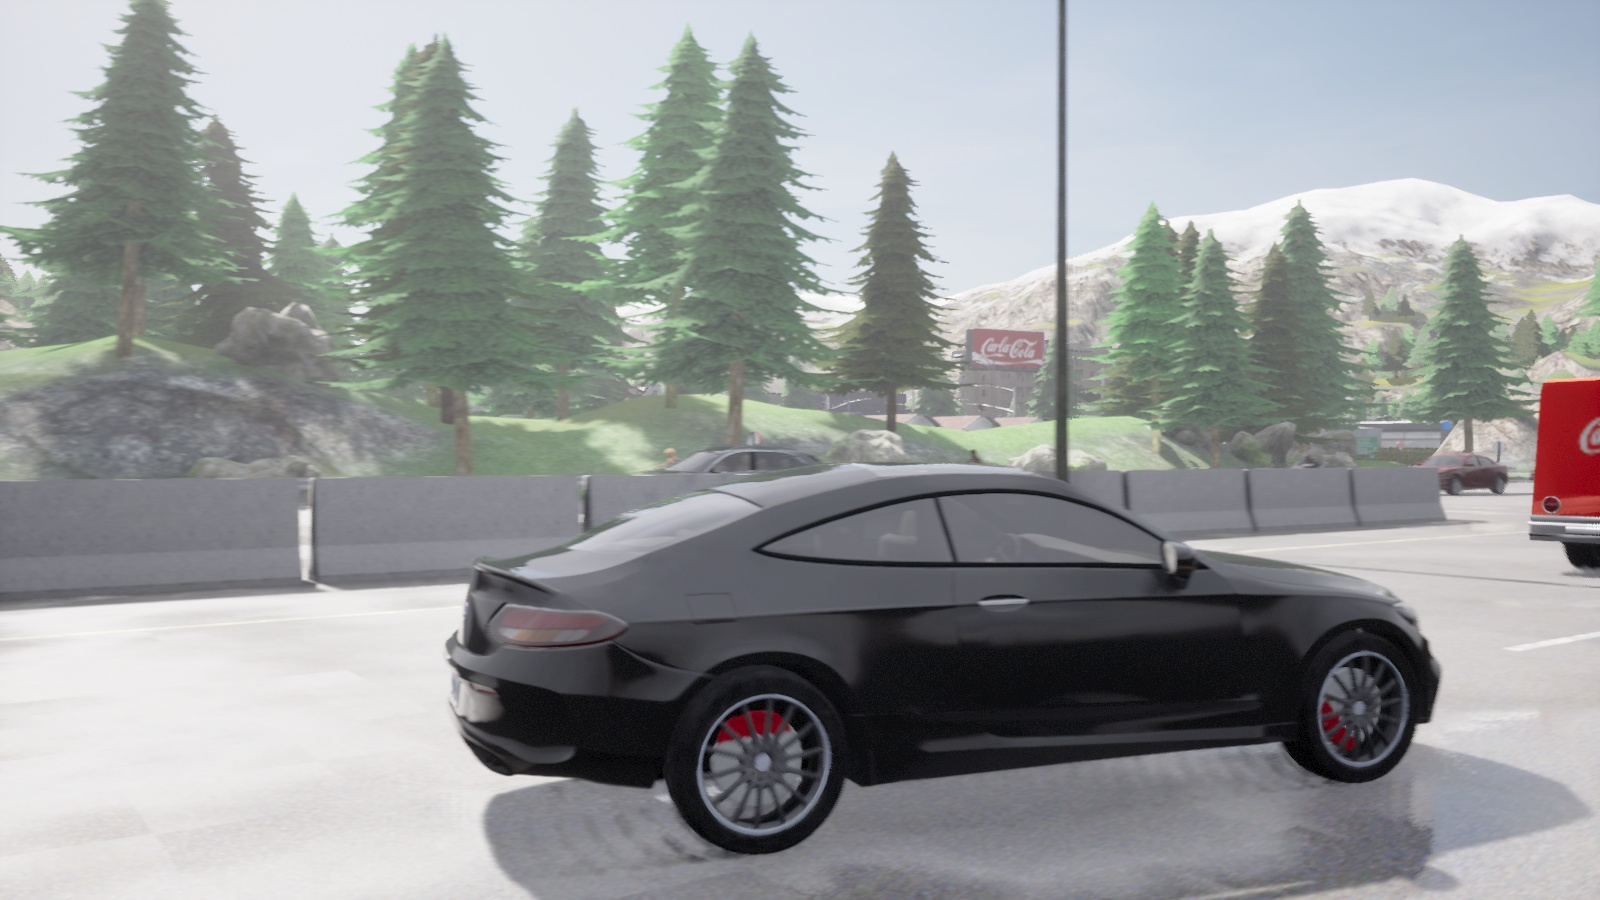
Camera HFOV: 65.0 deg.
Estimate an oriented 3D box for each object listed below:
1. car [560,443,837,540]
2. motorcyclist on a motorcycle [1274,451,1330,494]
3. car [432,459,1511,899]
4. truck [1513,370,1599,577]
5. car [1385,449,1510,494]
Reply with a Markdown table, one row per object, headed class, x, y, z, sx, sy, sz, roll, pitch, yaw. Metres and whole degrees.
| class | x | y | z | sx | sy | sz | roll | pitch | yaw |
| --- | --- | --- | --- | --- | --- | --- | --- | --- | --- |
| car | -1.853 | 0.727 | 23.683 | 4.856 | 1.649 | 2.033 | 0 | 0 | -35 |
| motorcyclist on a motorcycle | 18.560 | 0.821 | 46.399 | 2.191 | 1.530 | 0.866 | 0 | 0 | -35 |
| car | 0.792 | 0.780 | 5.849 | 4.674 | 1.442 | 1.812 | 0 | 0 | -21 |
| truck | 11.875 | 0.262 | 16.192 | 5.204 | 2.467 | 2.627 | 0 | 0 | -34 |
| car | 23.543 | 0.749 | 45.601 | 5.008 | 1.535 | 1.882 | 0 | 0 | -35 |
